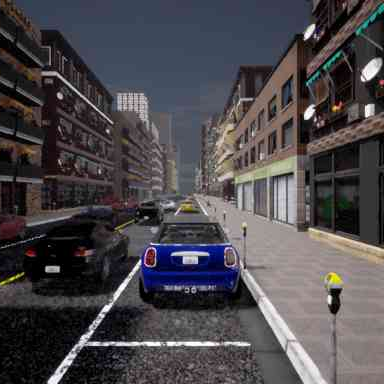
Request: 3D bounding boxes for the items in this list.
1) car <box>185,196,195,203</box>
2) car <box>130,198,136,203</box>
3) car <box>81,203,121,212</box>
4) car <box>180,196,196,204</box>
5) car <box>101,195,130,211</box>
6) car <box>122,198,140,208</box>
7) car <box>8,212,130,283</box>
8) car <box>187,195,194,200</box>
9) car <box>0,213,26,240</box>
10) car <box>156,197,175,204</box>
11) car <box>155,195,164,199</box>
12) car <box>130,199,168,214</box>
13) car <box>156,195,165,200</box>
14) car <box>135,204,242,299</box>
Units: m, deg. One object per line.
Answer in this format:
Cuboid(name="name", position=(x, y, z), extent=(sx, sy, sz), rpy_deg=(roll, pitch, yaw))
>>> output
Cuboid(name="car", position=(-0.453, 1.545, 70.970), extent=(2.008, 1.369, 4.403), rpy_deg=(0, 0, 0))
Cuboid(name="car", position=(-8.834, 1.439, 42.793), extent=(1.967, 1.590, 4.097), rpy_deg=(0, 0, 0))
Cuboid(name="car", position=(-6.246, 1.601, 21.650), extent=(1.895, 1.301, 4.718), rpy_deg=(0, 0, 0))
Cuboid(name="car", position=(-0.454, 1.525, 37.323), extent=(1.752, 1.417, 4.829), rpy_deg=(0, 0, 0))
Cuboid(name="car", position=(-8.833, 1.314, 37.157), extent=(2.192, 1.841, 5.009), rpy_deg=(0, 0, 0))
Cuboid(name="car", position=(-8.834, 1.543, 48.430), extent=(1.887, 1.381, 4.507), rpy_deg=(0, 0, 0))
Cuboid(name="car", position=(-3.045, 1.526, 9.566), extent=(1.812, 1.442, 4.674), rpy_deg=(0, 0, 0))
Cuboid(name="car", position=(-0.452, 1.513, 93.685), extent=(1.752, 1.417, 4.829), rpy_deg=(0, 0, 0))
Cuboid(name="car", position=(-8.835, 1.583, 14.612), extent=(1.802, 1.307, 4.206), rpy_deg=(0, 0, 0))
Cuboid(name="car", position=(-3.044, 1.600, 41.086), extent=(1.895, 1.301, 4.718), rpy_deg=(0, 0, 0))
Cuboid(name="car", position=(-8.834, 1.541, 87.882), extent=(2.008, 1.369, 4.403), rpy_deg=(0, 0, 0))
Cuboid(name="car", position=(-3.145, 1.505, 25.308), extent=(1.837, 1.490, 4.892), rpy_deg=(0, 0, 0))
Cuboid(name="car", position=(-8.834, 1.539, 93.519), extent=(2.008, 1.369, 4.403), rpy_deg=(0, 0, 0))
Cuboid(name="car", position=(-0.032, 1.353, 8.619), extent=(2.097, 1.767, 4.553), rpy_deg=(0, 0, 0))
